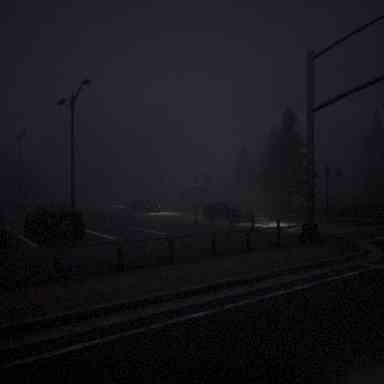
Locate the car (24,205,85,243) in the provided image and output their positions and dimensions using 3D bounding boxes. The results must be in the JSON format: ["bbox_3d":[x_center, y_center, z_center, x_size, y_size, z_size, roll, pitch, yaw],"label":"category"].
[{"bbox_3d":[-6.383,1.340,15.298,2.007,1.523,4.514,0,0,-36],"label":"car"}]

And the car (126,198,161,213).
[{"bbox_3d":[-5.293,1.501,37.611,1.837,1.490,4.892,0,1,-36],"label":"car"}]

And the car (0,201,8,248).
[{"bbox_3d":[-8.895,1.331,13.418,2.152,1.636,5.027,0,0,-36],"label":"car"}]

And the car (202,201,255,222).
[{"bbox_3d":[2.859,1.478,26.529,1.882,1.535,5.008,0,0,-36],"label":"car"}]

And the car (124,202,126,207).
[{"bbox_3d":[-7.968,1.601,47.316,1.895,1.301,4.718,0,0,-36],"label":"car"}]

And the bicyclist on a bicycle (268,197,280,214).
[{"bbox_3d":[7.949,1.301,32.232,1.656,1.620,0.582,0,0,-36],"label":"bicyclist on a bicycle"}]
